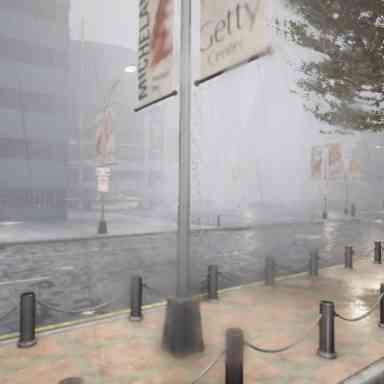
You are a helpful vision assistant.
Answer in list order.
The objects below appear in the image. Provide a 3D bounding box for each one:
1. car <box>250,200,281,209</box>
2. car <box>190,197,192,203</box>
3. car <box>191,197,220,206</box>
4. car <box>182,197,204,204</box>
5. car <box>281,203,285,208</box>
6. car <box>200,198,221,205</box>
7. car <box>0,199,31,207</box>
[{"bbox_3d":[12.112,2.105,56.228,1.895,1.301,4.718,1,0,-35],"label":"car"},{"bbox_3d":[-0.795,2.019,79.755,5.008,1.535,1.882,0,0,30],"label":"car"},{"bbox_3d":[2.680,1.996,68.534,4.892,1.490,1.837,1,0,45],"label":"car"},{"bbox_3d":[0.224,2.100,83.168,4.902,1.511,2.128,0,0,26],"label":"car"},{"bbox_3d":[14.103,2.093,59.504,2.033,1.411,5.357,1,0,-35],"label":"car"},{"bbox_3d":[3.999,2.088,72.080,4.181,1.385,1.994,0,-1,44],"label":"car"},{"bbox_3d":[-17.175,1.361,30.254,4.674,1.452,2.002,1,0,-36],"label":"car"}]
